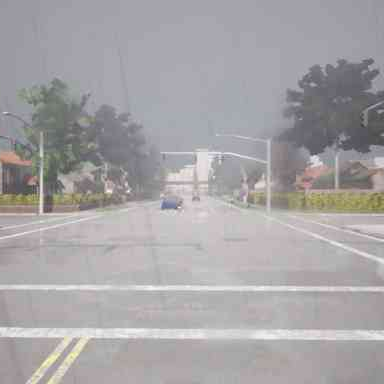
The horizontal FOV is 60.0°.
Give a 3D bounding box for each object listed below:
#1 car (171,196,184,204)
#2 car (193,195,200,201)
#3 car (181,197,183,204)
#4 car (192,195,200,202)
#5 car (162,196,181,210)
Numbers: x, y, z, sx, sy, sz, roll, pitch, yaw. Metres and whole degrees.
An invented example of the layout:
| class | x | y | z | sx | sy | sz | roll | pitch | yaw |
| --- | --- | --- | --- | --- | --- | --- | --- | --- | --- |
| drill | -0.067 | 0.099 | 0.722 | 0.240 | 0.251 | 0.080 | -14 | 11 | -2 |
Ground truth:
| class | x | y | z | sx | sy | sz | roll | pitch | yaw |
| --- | --- | --- | --- | --- | --- | --- | --- | --- | --- |
| car | -2.667 | 1.547 | 62.921 | 2.033 | 1.411 | 5.357 | 0 | 0 | 1 |
| car | 1.082 | 1.514 | 89.442 | 1.812 | 1.442 | 4.674 | 0 | 0 | 0 |
| car | -2.775 | 1.352 | 52.587 | 2.097 | 1.767 | 4.553 | 0 | 0 | 0 |
| car | 1.008 | 1.500 | 79.044 | 1.837 | 1.490 | 4.892 | 0 | 0 | 0 |
| car | -2.847 | 1.478 | 43.235 | 1.882 | 1.535 | 5.008 | 0 | 0 | 0 |
